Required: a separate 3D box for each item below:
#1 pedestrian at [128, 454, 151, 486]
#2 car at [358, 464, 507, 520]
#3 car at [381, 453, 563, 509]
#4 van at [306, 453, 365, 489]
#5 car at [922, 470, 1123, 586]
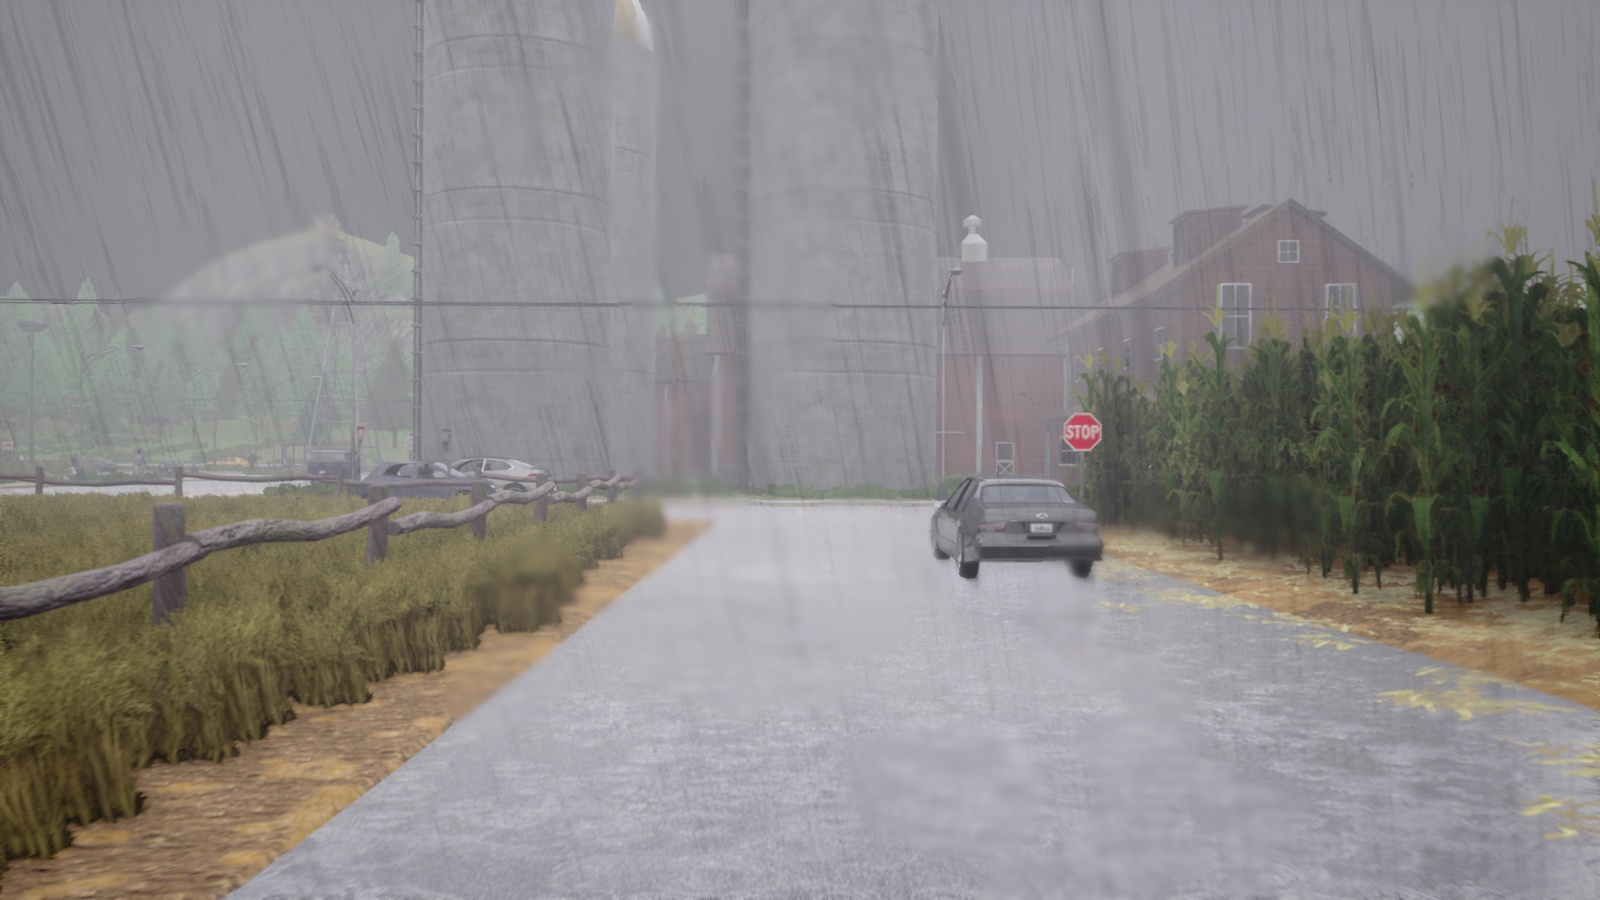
[{"bbox_3d":[-38.187,1.135,72.615,0.874,1.855,0.900,0,0,-2],"label":"pedestrian"},{"bbox_3d":[-10.260,1.157,35.270,3.633,1.501,1.845,0,0,0],"label":"car"},{"bbox_3d":[-10.050,0.941,38.739,5.027,1.651,2.152,0,0,1],"label":"car"},{"bbox_3d":[-26.248,1.176,71.129,1.775,1.987,4.442,0,0,-1],"label":"van"},{"bbox_3d":[3.093,1.035,18.681,2.033,1.411,5.357,0,0,0],"label":"car"}]
